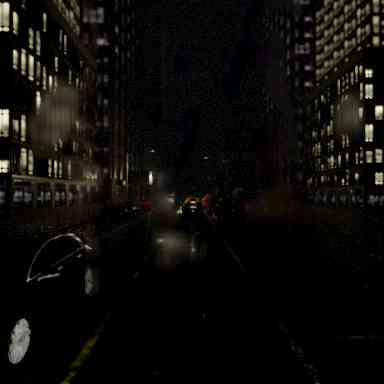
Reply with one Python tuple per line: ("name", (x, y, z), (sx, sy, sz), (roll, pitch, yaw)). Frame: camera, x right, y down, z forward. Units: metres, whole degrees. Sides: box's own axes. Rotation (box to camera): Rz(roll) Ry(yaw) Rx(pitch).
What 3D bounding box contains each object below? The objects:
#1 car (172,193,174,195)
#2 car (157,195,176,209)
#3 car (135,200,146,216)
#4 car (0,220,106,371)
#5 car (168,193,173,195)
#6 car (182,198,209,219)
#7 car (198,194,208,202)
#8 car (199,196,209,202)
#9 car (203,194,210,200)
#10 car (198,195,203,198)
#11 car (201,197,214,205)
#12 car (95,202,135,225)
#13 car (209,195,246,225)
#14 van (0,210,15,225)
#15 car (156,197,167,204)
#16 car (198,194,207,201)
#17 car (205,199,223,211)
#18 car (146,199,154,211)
("car", (-5.734, 1.304, 90.758), (2.192, 1.841, 5.009), (0, 0, 0))
("car", (-3.120, 1.544, 44.865), (2.033, 1.411, 5.357), (0, 0, 0))
("car", (-5.702, 1.550, 29.825), (2.008, 1.369, 4.403), (0, 0, 0))
("car", (-3.104, 1.505, 5.724), (1.837, 1.490, 4.892), (0, 0, 0))
("car", (-5.726, 1.575, 74.140), (1.802, 1.307, 4.206), (0, 0, 0))
("car", (0.086, 1.547, 28.779), (2.033, 1.411, 5.357), (0, 0, 0))
("car", (2.653, 1.306, 79.684), (2.192, 1.841, 5.009), (0, 0, 0))
("car", (2.654, 1.558, 74.145), (1.947, 1.339, 4.313), (0, 0, 0))
("car", (2.676, 1.314, 35.370), (2.192, 1.841, 5.009), (0, 0, 0))
("car", (0.078, 1.475, 42.601), (1.882, 1.535, 5.008), (0, 0, 0))
("car", (2.663, 1.546, 57.527), (2.008, 1.369, 4.403), (0, 0, 0))
("car", (-5.699, 1.566, 24.286), (1.947, 1.339, 4.313), (0, 0, 0))
("car", (2.682, 1.315, 24.291), (2.192, 1.841, 5.009), (0, 0, 0))
("van", (-5.689, 1.342, 7.668), (1.690, 1.788, 3.998), (0, 0, 0))
("car", (-5.720, 1.577, 63.062), (1.802, 1.307, 4.206), (0, 0, 0))
("car", (2.648, 1.430, 85.223), (1.967, 1.590, 4.097), (0, 0, 0))
("car", (2.672, 1.564, 40.909), (1.947, 1.339, 4.313), (0, 0, 0))
("car", (-5.708, 1.580, 40.904), (1.802, 1.307, 4.206), (0, 0, 0))
